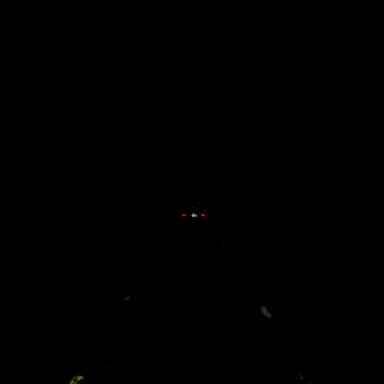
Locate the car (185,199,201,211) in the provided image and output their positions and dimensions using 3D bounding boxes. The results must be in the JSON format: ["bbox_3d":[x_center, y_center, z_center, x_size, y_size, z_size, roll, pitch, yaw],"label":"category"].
[{"bbox_3d":[0.100,1.629,42.753,1.895,1.301,4.718,0,0,0],"label":"car"}]

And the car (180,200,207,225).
[{"bbox_3d":[0.100,1.560,23.934,2.033,1.411,5.357,0,0,0],"label":"car"}]
